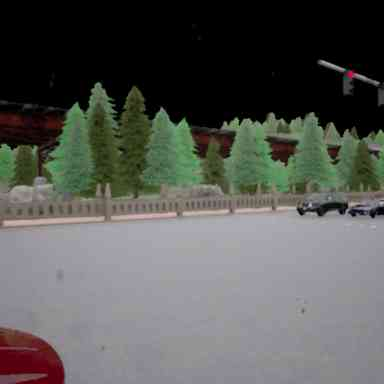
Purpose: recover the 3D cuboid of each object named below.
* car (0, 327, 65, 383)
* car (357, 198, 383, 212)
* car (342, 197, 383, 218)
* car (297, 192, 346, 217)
[{"bbox_3d":[-3.182,1.491,1.478,5.008,1.535,1.882,-1,1,-36],"label":"car"},{"bbox_3d":[19.664,1.338,35.200,4.718,1.301,1.895,-1,0,-35],"label":"car"},{"bbox_3d":[15.175,1.343,27.718,5.357,1.411,2.033,-1,0,-35],"label":"car"},{"bbox_3d":[11.700,1.030,29.546,5.566,2.045,2.150,-1,0,-36],"label":"car"}]
